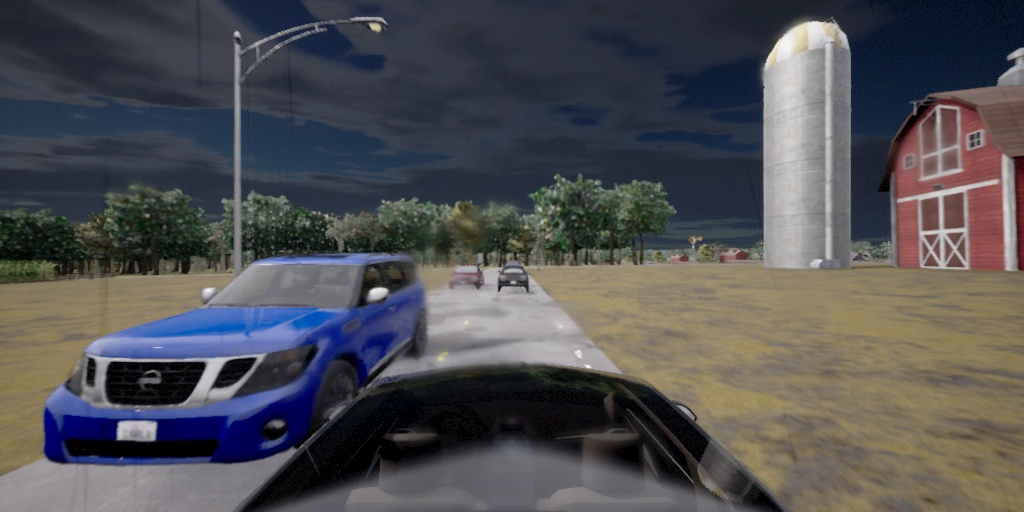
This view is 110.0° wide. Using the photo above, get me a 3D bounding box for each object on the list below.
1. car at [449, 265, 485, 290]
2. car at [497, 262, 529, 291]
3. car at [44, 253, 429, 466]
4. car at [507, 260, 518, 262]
[{"bbox_3d":[-2.795,1.299,23.056,1.812,1.442,4.674,0,0,0],"label":"car"},{"bbox_3d":[0.085,1.294,21.916,1.812,1.442,4.674,0,0,0],"label":"car"},{"bbox_3d":[-2.827,0.971,5.479,2.150,2.045,5.566,0,0,0],"label":"car"},{"bbox_3d":[0.101,1.277,43.552,2.097,1.767,4.553,0,-1,0],"label":"car"}]
